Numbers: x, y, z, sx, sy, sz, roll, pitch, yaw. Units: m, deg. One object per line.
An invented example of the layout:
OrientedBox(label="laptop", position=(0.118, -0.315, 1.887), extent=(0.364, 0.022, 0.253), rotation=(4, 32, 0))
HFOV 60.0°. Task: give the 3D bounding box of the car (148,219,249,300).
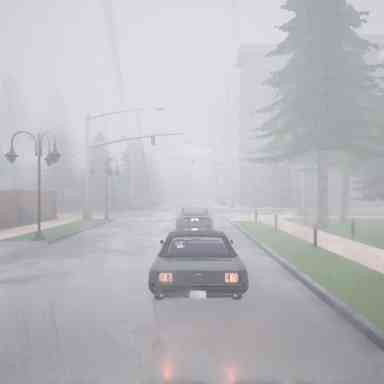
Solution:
OrientedBox(label="car", position=(0.118, 1.601, 8.341), extent=(1.895, 1.301, 4.718), rotation=(0, 0, 0))

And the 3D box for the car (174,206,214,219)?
OrientedBox(label="car", position=(0.130, 1.505, 17.603), extent=(1.837, 1.490, 4.892), rotation=(0, 0, 0))
